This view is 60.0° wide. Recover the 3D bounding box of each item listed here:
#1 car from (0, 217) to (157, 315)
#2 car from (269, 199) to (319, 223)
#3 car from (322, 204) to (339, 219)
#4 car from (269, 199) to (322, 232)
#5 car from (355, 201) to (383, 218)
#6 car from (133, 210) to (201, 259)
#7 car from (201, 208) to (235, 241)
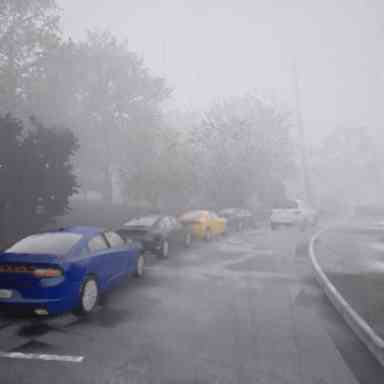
[{"bbox_3d":[-2.563,1.525,7.679,2.097,1.535,5.008,0,-2,9],"label":"car"},{"bbox_3d":[10.119,1.794,32.658,2.435,2.045,5.566,-3,-2,43],"label":"car"},{"bbox_3d":[14.468,2.118,36.779,5.008,1.535,2.097,1,-2,-41],"label":"car"},{"bbox_3d":[7.090,1.534,22.902,2.150,2.045,5.566,-2,-2,32],"label":"car"},{"bbox_3d":[19.536,2.014,36.377,4.892,1.490,1.837,0,-3,-42],"label":"car"},{"bbox_3d":[-1.422,1.621,13.241,2.231,1.521,4.892,0,-1,15],"label":"car"},{"bbox_3d":[0.532,1.758,18.482,2.097,1.535,5.008,-1,-1,23],"label":"car"}]
